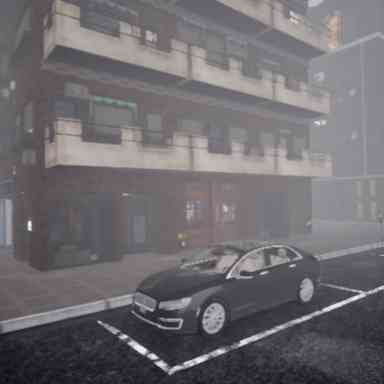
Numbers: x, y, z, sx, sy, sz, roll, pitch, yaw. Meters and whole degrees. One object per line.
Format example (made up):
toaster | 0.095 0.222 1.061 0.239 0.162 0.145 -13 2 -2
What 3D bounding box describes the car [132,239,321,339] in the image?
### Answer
car | 0.914 1.712 6.846 4.403 1.369 2.008 0 -2 -38
